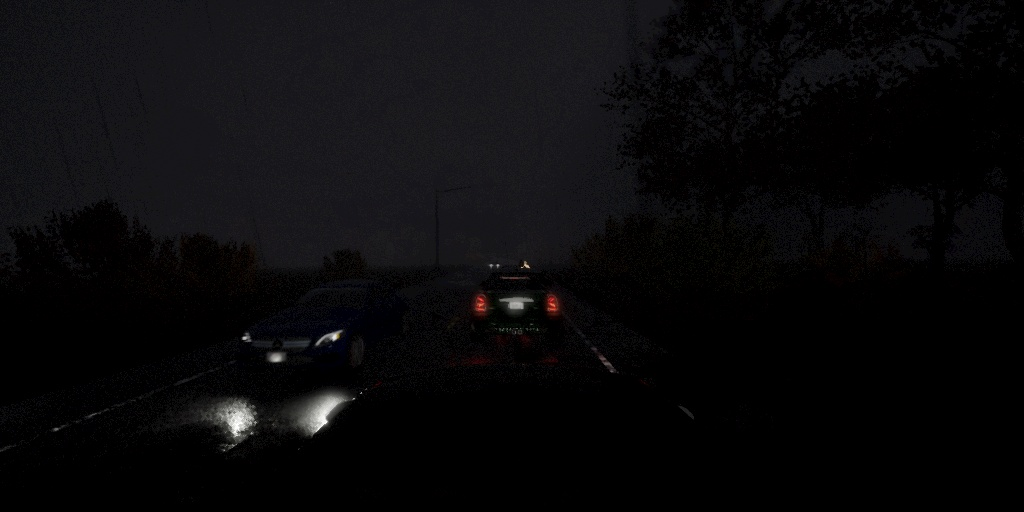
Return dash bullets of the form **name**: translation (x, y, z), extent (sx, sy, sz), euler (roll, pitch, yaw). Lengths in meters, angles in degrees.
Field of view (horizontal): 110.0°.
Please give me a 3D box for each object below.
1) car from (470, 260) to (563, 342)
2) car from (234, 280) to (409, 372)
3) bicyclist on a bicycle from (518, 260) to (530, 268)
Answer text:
- **car**: translation (0.107, 1.099, 9.913), extent (2.097, 1.767, 4.553), euler (0, 0, 0)
- **car**: translation (-3.583, 1.273, 7.779), extent (1.812, 1.442, 4.674), euler (0, 0, 0)
- **bicyclist on a bicycle**: translation (0.957, 1.177, 25.736), extent (0.866, 1.612, 1.509), euler (0, 0, 1)
